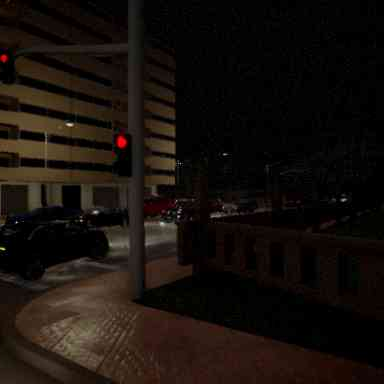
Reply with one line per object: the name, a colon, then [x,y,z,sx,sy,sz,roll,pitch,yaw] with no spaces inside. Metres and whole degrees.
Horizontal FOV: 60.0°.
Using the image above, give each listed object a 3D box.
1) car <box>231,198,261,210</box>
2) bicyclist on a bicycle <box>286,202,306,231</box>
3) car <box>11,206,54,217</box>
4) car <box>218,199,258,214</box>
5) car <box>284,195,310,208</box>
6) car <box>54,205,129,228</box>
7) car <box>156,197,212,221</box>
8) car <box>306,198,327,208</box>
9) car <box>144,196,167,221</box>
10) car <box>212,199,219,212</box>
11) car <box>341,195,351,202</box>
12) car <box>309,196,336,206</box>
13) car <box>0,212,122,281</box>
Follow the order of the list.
car: [7.677,1.689,46.753,2.128,1.511,4.902,-1,0,35]
bicyclist on a bicycle: [5.554,1.397,18.520,1.656,1.620,0.582,-1,0,35]
car: [-9.613,1.682,22.096,1.882,1.535,5.008,-1,0,35]
car: [5.215,1.775,37.192,1.895,1.301,4.718,-1,0,35]
car: [13.773,1.367,43.088,2.150,2.045,5.566,-1,0,35]
car: [-5.860,1.669,21.356,2.128,1.511,4.902,-1,0,35]
car: [-0.589,1.528,28.906,2.097,1.767,4.553,-1,0,35]
car: [19.091,1.707,50.786,1.994,1.385,4.181,-1,0,35]
car: [-3.932,1.424,30.231,2.150,2.045,5.566,-1,0,35]
car: [1.676,1.552,38.239,2.097,1.767,4.553,-1,0,35]
car: [21.976,1.339,48.808,2.150,2.045,5.566,-1,0,35]
car: [16.318,1.597,40.623,1.882,1.535,5.008,-1,0,36]
car: [-4.536,1.617,10.428,2.128,1.511,4.902,-1,-1,20]
